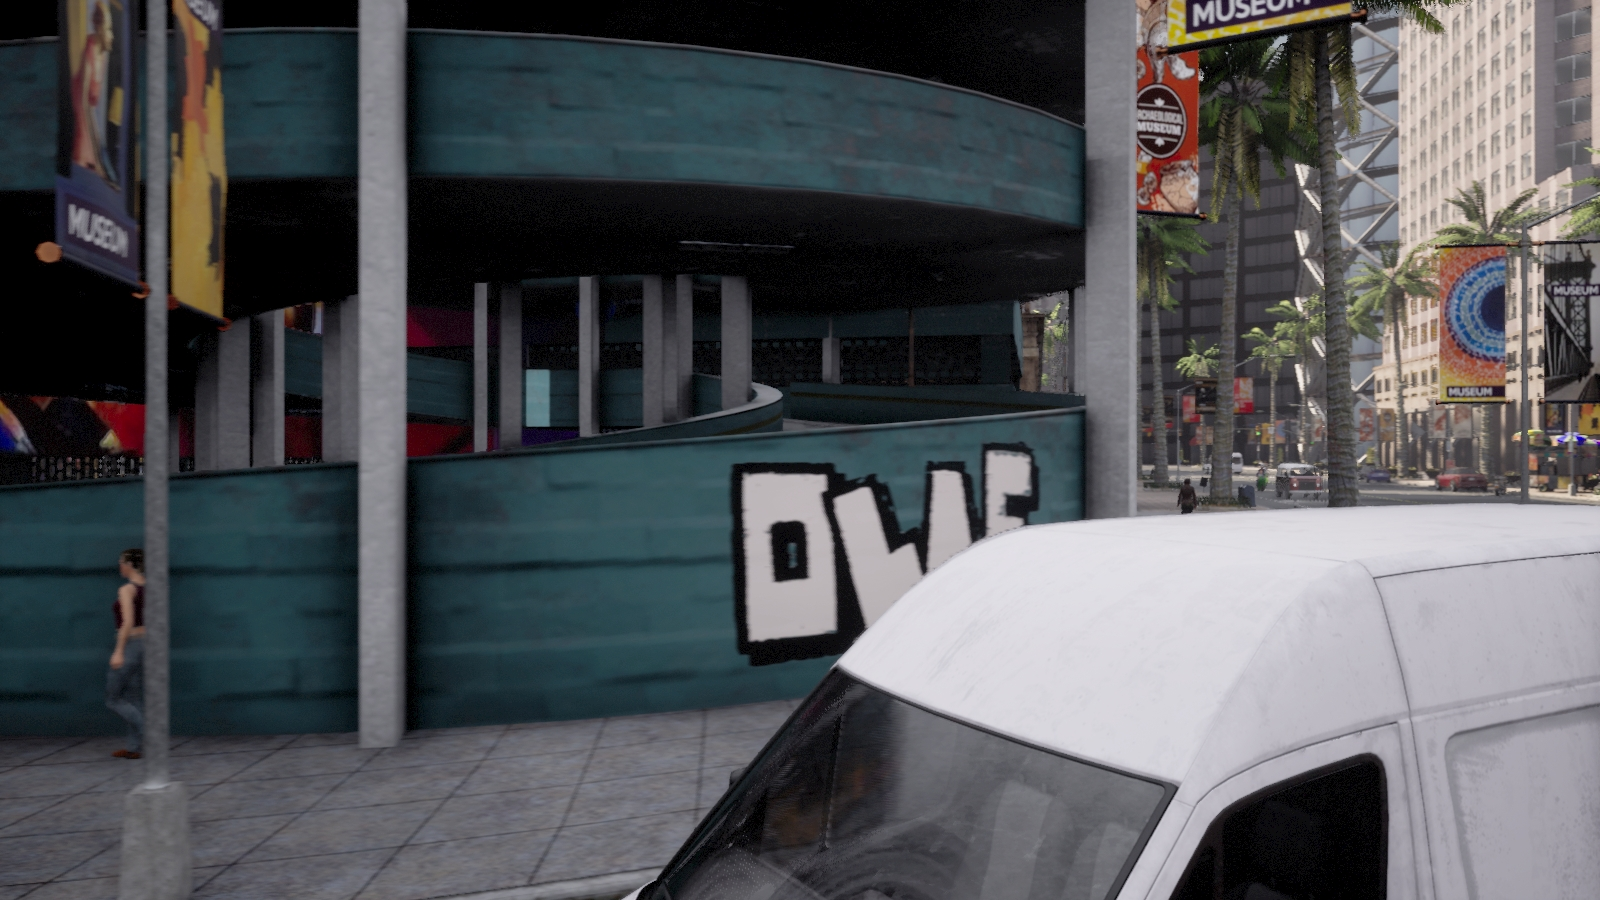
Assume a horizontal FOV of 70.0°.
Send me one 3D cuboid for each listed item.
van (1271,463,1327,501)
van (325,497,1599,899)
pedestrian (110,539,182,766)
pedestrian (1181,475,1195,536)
[{"bbox_3d":[28.727,1.814,65.944,2.069,2.038,4.480,0,0,11],"label":"van"},{"bbox_3d":[1.641,1.536,3.934,5.915,2.561,1.988,0,0,-27],"label":"van"},{"bbox_3d":[-5.569,1.703,9.735,0.375,1.860,0.375,0,0,10],"label":"pedestrian"},{"bbox_3d":[11.968,1.714,35.238,0.375,1.860,0.375,0,0,14],"label":"pedestrian"}]
